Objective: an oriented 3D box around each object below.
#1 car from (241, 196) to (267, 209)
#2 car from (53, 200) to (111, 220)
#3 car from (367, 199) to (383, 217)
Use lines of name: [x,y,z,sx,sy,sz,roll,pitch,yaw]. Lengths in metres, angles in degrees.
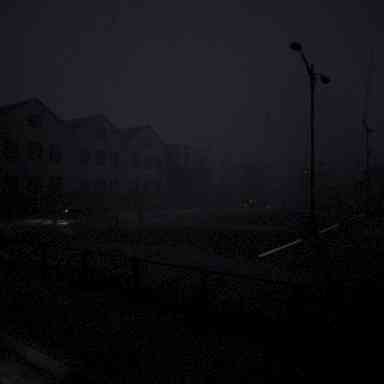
car: [7.975,1.313,42.816,1.837,1.490,4.892,0,0,35]
car: [-8.461,1.334,25.986,1.812,1.442,4.674,0,0,35]
car: [15.420,1.298,26.809,2.007,1.523,4.514,0,0,35]
